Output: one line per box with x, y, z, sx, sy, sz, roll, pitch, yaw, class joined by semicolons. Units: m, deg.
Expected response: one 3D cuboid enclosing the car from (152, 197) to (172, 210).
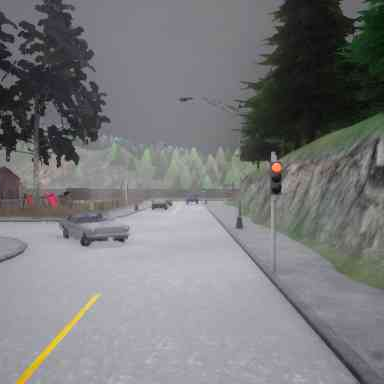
-4.064;1.478;42.896;1.882;1.535;5.008;0;0;0;car

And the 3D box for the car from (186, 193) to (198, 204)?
0.051;1.221;62.528;2.150;2.045;5.566;0;0;0;car

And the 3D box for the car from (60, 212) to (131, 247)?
-4.565;1.601;15.369;1.895;1.301;4.718;0;0;-35;car
